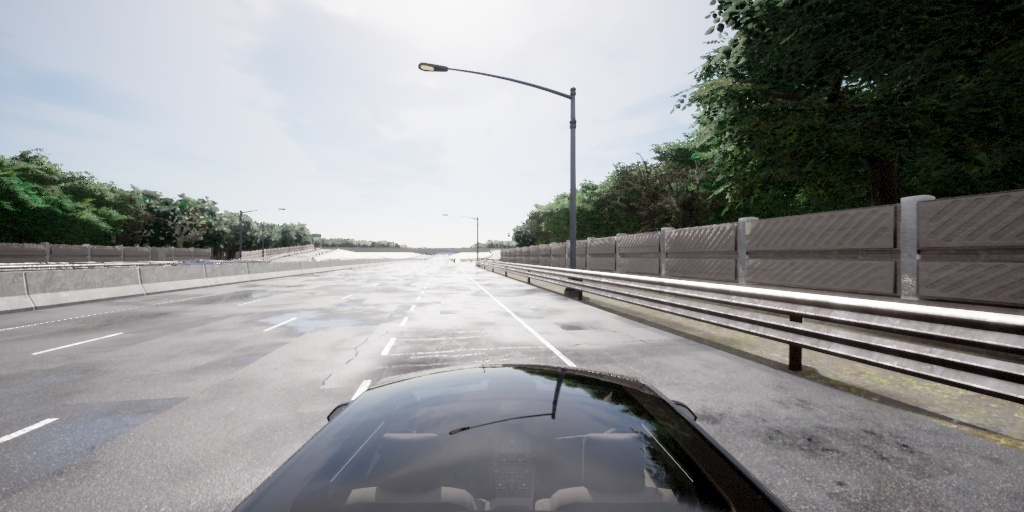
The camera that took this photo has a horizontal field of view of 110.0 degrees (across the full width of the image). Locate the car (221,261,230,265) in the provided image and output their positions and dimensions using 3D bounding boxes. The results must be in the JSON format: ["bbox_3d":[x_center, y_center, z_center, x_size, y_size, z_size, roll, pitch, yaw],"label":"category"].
[{"bbox_3d":[-36.933,1.266,48.108,1.882,1.535,5.008,0,0,-10],"label":"car"}]

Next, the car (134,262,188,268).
[{"bbox_3d":[-25.642,1.321,25.278,1.994,1.385,4.181,0,0,-11],"label":"car"}]

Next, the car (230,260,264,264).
[{"bbox_3d":[-32.868,1.291,45.262,1.837,1.490,4.892,0,-1,-10],"label":"car"}]

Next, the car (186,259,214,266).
[{"bbox_3d":[-39.970,1.136,45.212,2.097,1.767,4.553,0,0,-10],"label":"car"}]
